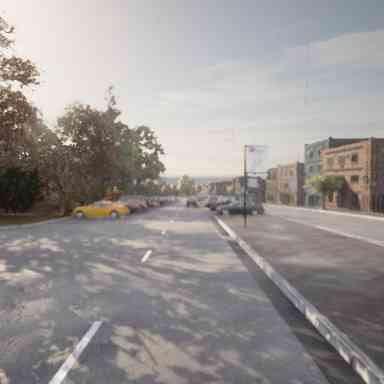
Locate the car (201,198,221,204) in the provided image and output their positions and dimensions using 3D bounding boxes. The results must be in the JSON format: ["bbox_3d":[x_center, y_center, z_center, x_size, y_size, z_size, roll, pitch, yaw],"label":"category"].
[{"bbox_3d":[4.690,2.322,83.635,4.792,1.488,2.163,0,-1,0],"label":"car"}]

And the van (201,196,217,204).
[{"bbox_3d":[4.759,2.206,92.048,4.442,1.987,1.878,0,-1,0],"label":"van"}]

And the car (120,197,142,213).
[{"bbox_3d":[-8.342,1.640,35.991,5.008,1.535,2.097,0,0,0],"label":"car"}]

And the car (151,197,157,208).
[{"bbox_3d":[-8.351,1.876,52.697,4.674,1.452,2.002,0,-1,0],"label":"car"}]

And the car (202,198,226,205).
[{"bbox_3d":[4.690,2.108,72.427,5.008,1.535,2.097,0,-1,0],"label":"car"}]

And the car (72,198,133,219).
[{"bbox_3d":[-8.331,1.600,30.423,5.008,1.535,2.097,0,0,0],"label":"car"}]

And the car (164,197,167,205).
[{"bbox_3d":[-8.354,1.773,66.624,5.566,2.045,2.435,0,-1,0],"label":"car"}]

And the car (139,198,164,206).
[{"bbox_3d":[-8.383,2.065,69.407,5.008,1.535,2.097,0,-1,0],"label":"car"}]

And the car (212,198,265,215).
[{"bbox_3d":[4.749,1.619,33.188,4.892,1.521,2.231,0,0,0],"label":"car"}]

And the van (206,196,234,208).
[{"bbox_3d":[4.604,1.647,55.611,4.442,1.987,1.878,0,-1,0],"label":"van"}]

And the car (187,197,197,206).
[{"bbox_3d":[-0.054,1.912,69.559,2.097,1.767,4.553,0,-1,0],"label":"car"}]

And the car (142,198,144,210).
[{"bbox_3d":[-8.340,1.707,38.777,4.674,1.452,2.002,0,-1,0],"label":"car"}]

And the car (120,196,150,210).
[{"bbox_3d":[-8.311,1.603,44.347,4.553,1.767,2.185,0,-1,0],"label":"car"}]

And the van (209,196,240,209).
[{"bbox_3d":[4.847,1.573,50.006,4.442,1.987,1.878,0,-1,0],"label":"van"}]

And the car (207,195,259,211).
[{"bbox_3d":[4.714,1.388,35.991,5.566,2.045,2.435,0,-1,0],"label":"car"}]

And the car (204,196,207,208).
[{"bbox_3d":[4.709,1.476,44.401,5.566,2.045,2.435,0,-1,0],"label":"car"}]

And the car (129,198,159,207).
[{"bbox_3d":[-8.359,1.911,58.268,5.008,1.535,2.097,0,-1,0],"label":"car"}]

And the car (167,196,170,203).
[{"bbox_3d":[-8.371,1.900,74.979,5.566,2.045,2.435,0,-1,0],"label":"car"}]

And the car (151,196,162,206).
[{"bbox_3d":[-8.173,1.871,55.483,5.366,1.575,1.946,0,-1,0],"label":"car"}]

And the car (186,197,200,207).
[{"bbox_3d":[-0.032,1.951,59.530,1.837,1.490,4.892,0,-1,0],"label":"car"}]

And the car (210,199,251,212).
[{"bbox_3d":[4.734,1.695,41.593,4.892,1.521,2.231,0,-1,0],"label":"car"}]

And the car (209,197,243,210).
[{"bbox_3d":[4.766,1.636,47.200,4.553,1.767,2.185,0,-1,0],"label":"car"}]

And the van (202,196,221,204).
[{"bbox_3d":[4.783,2.020,80.837,4.442,1.987,1.878,0,-1,0],"label":"van"}]

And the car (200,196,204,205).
[{"bbox_3d":[4.681,1.697,61.219,5.566,2.045,2.435,0,-1,0],"label":"car"}]
